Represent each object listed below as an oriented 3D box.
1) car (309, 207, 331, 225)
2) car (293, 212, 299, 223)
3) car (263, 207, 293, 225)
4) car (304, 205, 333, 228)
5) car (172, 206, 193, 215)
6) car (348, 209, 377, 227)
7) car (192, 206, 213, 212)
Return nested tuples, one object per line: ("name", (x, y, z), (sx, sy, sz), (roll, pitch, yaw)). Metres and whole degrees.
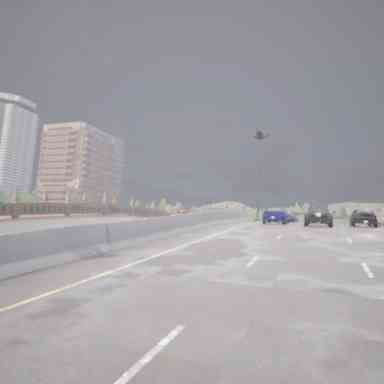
("car", (14.380, 2.703, 37.303), (2.097, 1.767, 4.553), (0, -5, 22))
("car", (11.508, 3.004, 39.602), (1.994, 1.385, 4.181), (0, -6, 23))
("car", (7.561, 2.077, 29.612), (1.882, 1.535, 5.008), (0, -3, 22))
("car", (10.418, 1.912, 27.322), (2.097, 1.767, 4.553), (0, -3, 22))
("car", (-0.831, 2.905, 46.688), (2.150, 2.045, 5.566), (0, -6, 22))
("car", (14.805, 2.258, 28.888), (1.837, 1.490, 4.892), (0, -3, 22))
("car", (2.193, 3.010, 44.835), (1.882, 1.535, 5.008), (0, -6, 22))
